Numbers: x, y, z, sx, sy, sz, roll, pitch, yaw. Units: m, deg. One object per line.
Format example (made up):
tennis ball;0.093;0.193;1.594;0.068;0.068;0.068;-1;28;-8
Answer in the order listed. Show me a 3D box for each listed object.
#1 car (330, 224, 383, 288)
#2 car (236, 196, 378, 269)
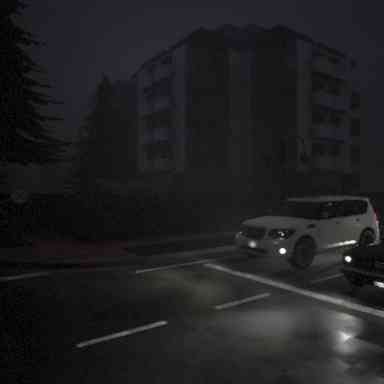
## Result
car;5.605;1.542;7.983;4.718;1.301;1.895;0;0;-35
car;4.067;1.158;11.260;5.566;2.045;2.150;0;0;-34
